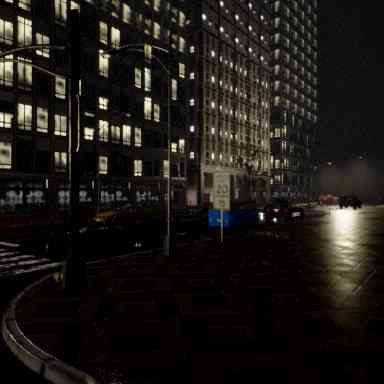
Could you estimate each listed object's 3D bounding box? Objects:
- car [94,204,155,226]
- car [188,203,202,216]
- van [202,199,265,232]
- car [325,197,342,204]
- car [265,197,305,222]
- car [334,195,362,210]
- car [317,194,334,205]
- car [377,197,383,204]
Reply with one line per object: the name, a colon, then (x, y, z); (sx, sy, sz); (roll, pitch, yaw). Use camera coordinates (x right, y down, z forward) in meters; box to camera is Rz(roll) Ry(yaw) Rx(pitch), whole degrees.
car: (-4.751, 1.540, 23.971); (1.752, 1.417, 4.829); (0, 0, 38)
car: (1.362, 1.604, 31.689); (1.802, 1.307, 4.206); (0, 0, 38)
van: (2.636, 1.368, 20.252); (1.690, 1.788, 3.998); (0, 0, 38)
car: (28.538, 1.624, 66.940); (2.008, 1.369, 4.403); (0, 0, 38)
car: (7.603, 1.472, 26.877); (1.967, 1.590, 4.097); (0, 0, 38)
car: (21.191, 1.368, 44.503); (2.192, 1.841, 5.009); (0, 0, 38)
car: (25.141, 1.381, 62.535); (2.192, 1.841, 5.009); (0, 0, 38)
car: (38.174, 1.658, 66.534); (1.947, 1.339, 4.313); (0, 0, 38)
